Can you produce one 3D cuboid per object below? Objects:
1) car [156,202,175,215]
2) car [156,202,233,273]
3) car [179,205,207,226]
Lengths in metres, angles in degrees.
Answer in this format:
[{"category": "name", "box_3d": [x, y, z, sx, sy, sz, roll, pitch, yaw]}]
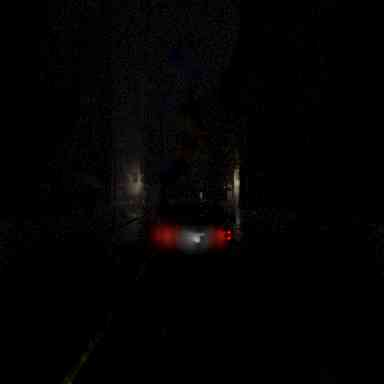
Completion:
[{"category": "car", "box_3d": [-3.090, 1.953, 39.714, 1.994, 1.385, 4.181, 0, -1, 0]}, {"category": "car", "box_3d": [0.080, 1.322, 11.186, 2.150, 2.045, 5.566, 0, 0, 0]}, {"category": "car", "box_3d": [0.085, 1.798, 26.817, 2.033, 1.411, 5.357, 0, -1, 0]}]
